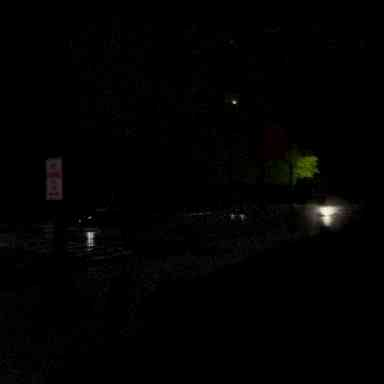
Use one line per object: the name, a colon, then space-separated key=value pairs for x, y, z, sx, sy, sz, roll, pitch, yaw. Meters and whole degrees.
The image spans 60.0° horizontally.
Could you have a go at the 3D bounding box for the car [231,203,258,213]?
car: x=7.007 y=2.104 z=44.425 sx=1.895 sy=1.301 sz=4.718 roll=-1 pitch=-1 yaw=36

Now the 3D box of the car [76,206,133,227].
car: x=-6.566 y=1.800 z=25.416 sx=1.812 sy=1.442 sz=4.674 roll=-1 pitch=-1 yaw=36
